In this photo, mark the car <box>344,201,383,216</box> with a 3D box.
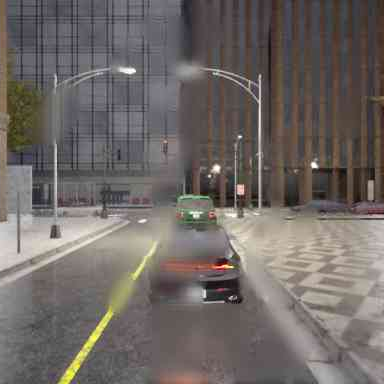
[{"bbox_3d":[16.627,1.501,30.312,4.181,1.385,1.994,0,0,0],"label":"car"}]

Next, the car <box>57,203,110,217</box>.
[{"bbox_3d":[-9.912,1.637,30.318,4.718,1.301,1.895,0,0,0],"label":"car"}]

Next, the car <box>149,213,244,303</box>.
[{"bbox_3d":[0.082,1.503,8.143,1.837,1.490,4.892,0,0,0],"label":"car"}]

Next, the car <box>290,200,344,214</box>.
[{"bbox_3d":[12.734,1.486,33.515,5.357,1.411,2.033,0,0,0],"label":"car"}]

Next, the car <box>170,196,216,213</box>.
[{"bbox_3d":[0.040,1.218,18.134,2.150,2.045,5.566,0,0,-3],"label":"car"}]
